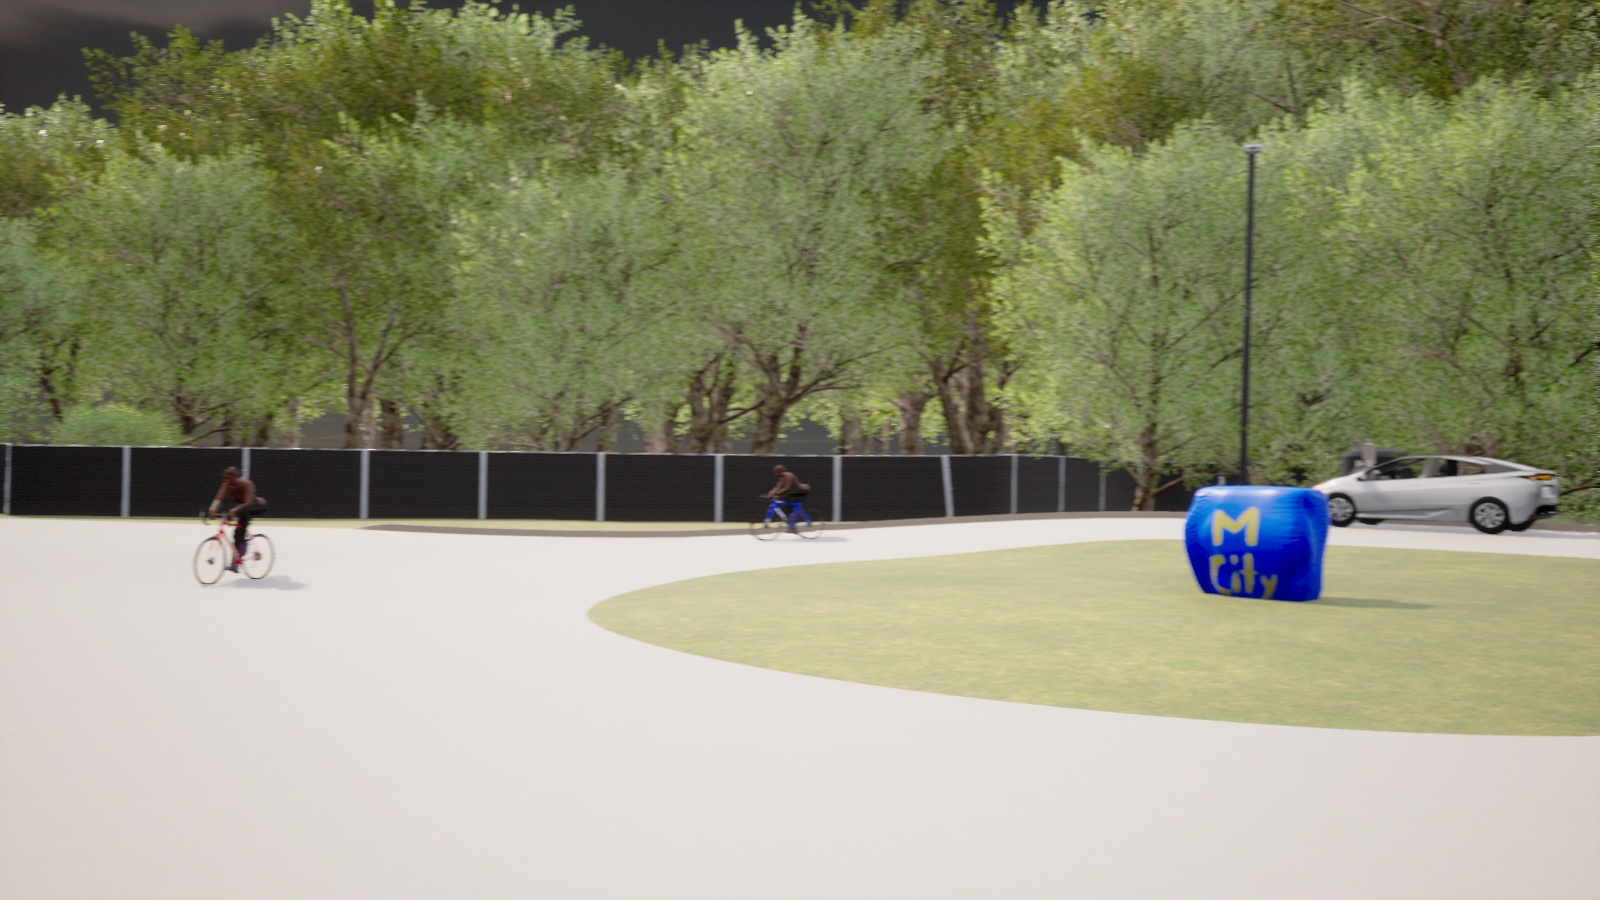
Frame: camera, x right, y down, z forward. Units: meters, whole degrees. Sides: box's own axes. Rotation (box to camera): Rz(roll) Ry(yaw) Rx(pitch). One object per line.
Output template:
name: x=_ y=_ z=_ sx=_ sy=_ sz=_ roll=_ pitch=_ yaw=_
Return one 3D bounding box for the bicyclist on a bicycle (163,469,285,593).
bicyclist on a bicycle: x=-7.967 y=1.085 z=17.452 sx=0.582 sy=1.620 sz=1.656 roll=2 pitch=-1 yaw=14

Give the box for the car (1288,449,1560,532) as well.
car: x=12.513 y=0.752 z=25.359 sx=4.514 sy=1.525 sz=2.007 roll=0 pitch=-1 yaw=45

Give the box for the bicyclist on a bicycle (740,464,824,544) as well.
bicyclist on a bicycle: x=-0.383 y=1.131 z=26.704 sx=1.656 sy=1.620 sz=0.582 roll=-2 pitch=0 yaw=-18
